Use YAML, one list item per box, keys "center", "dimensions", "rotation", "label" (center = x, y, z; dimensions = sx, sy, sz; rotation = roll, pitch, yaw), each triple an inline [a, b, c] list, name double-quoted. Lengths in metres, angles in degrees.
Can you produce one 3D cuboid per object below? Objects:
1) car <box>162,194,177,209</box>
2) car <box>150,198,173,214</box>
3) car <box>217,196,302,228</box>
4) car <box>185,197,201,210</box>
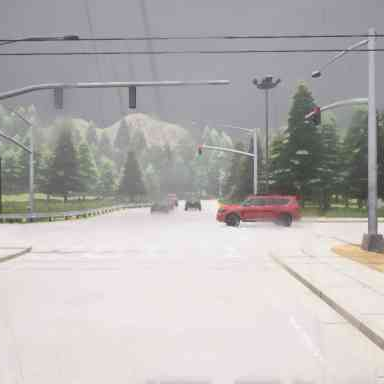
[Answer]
- center: [-3.528, 1.486, 44.729]
  dimensions: [2.097, 1.767, 4.553]
  rotation: [0, 0, 0]
  label: "car"
- center: [-3.551, 1.717, 37.606]
  dimensions: [1.895, 1.301, 4.718]
  rotation: [0, 0, 0]
  label: "car"
- center: [4.451, 1.278, 22.327]
  dimensions: [5.566, 2.045, 2.150]
  rotation: [0, 0, 3]
  label: "car"
- center: [0.139, 1.468, 45.302]
  dimensions: [2.097, 1.767, 4.553]
  rotation: [0, 0, 0]
  label: "car"
